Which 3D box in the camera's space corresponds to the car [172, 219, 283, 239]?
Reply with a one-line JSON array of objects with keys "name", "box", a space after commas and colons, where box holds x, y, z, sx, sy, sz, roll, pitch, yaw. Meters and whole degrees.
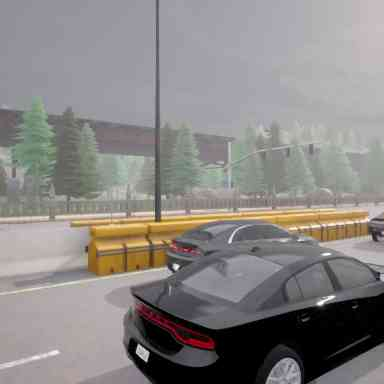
[{"name": "car", "box": [1.608, 1.505, 9.194, 4.892, 1.490, 1.837, 0, 0, -35]}]

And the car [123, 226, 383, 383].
[{"name": "car", "box": [1.512, 1.478, 4.823, 5.008, 1.535, 1.882, 0, 0, -36]}]

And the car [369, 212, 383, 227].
[{"name": "car", "box": [9.950, 1.491, 15.145, 4.902, 1.511, 2.128, 0, 0, -36]}]
